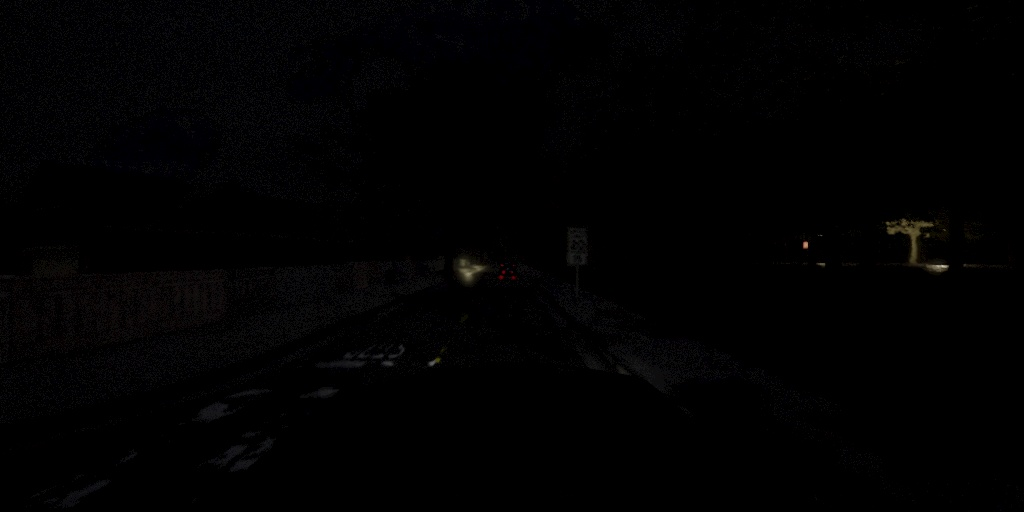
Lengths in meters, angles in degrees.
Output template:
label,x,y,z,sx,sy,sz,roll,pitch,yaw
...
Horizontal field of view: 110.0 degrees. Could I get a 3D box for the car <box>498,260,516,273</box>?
label,x,y,z,sx,sy,sz,roll,pitch,yaw
car,-0.511,1.256,42.291,1.812,1.442,4.674,0,0,-1
